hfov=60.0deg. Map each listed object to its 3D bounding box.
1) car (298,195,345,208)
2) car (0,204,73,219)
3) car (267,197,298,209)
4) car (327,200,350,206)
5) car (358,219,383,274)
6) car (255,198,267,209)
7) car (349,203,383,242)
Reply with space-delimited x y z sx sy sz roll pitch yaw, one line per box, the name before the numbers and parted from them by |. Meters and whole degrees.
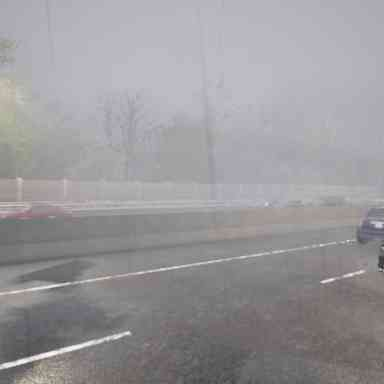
car | 14.353 1.327 35.733 5.566 2.045 2.150 0 0 -35
car | -10.444 1.536 22.339 4.674 1.442 1.812 0 0 -36
car | 11.127 1.606 37.731 4.892 1.490 1.837 1 0 -35
car | 15.527 1.704 32.274 4.718 1.301 1.895 0 0 -35
car | 6.643 1.522 8.489 4.902 1.511 2.128 0 0 -36
car | 9.892 1.457 41.144 4.553 1.767 2.097 0 0 -35
car | 9.286 1.400 14.677 4.553 1.767 2.097 0 0 -36
